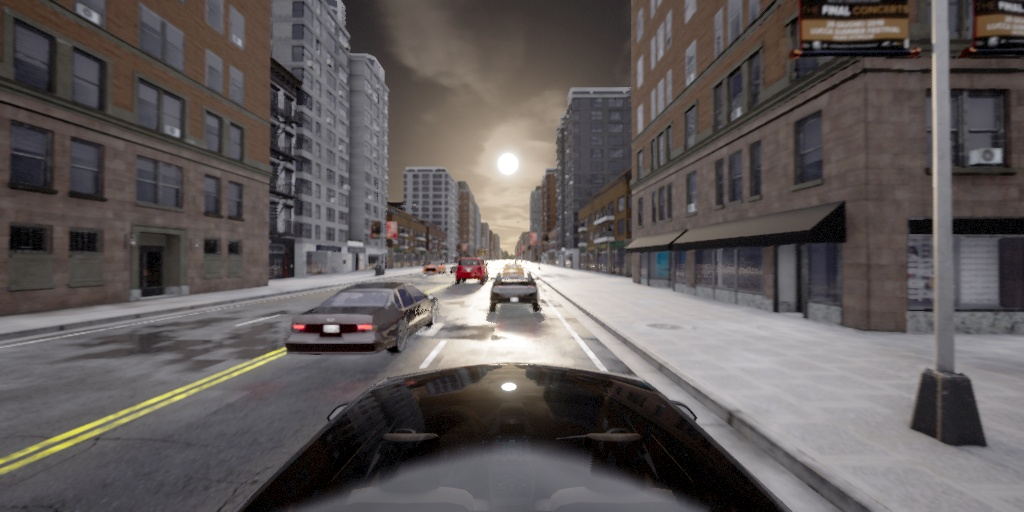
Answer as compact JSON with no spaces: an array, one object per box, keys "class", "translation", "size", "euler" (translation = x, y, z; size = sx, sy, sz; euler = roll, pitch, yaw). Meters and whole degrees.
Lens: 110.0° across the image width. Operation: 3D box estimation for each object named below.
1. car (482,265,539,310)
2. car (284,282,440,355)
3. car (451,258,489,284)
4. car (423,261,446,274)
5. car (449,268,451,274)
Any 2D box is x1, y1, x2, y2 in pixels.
[{"class":"car","translation":[0.095,1.326,15.028],"size":[2.128,1.511,4.902],"euler":[0,0,0]},{"class":"car","translation":[-3.180,1.342,8.850],"size":[2.033,1.411,5.357],"euler":[0,0,0]},{"class":"car","translation":[-3.153,1.145,28.819],"size":[2.150,2.045,5.566],"euler":[0,0,0]},{"class":"car","translation":[-9.818,1.381,45.489],"size":[2.097,1.767,4.553],"euler":[0,0,0]},{"class":"car","translation":[-6.572,1.577,45.277],"size":[2.033,1.411,5.357],"euler":[0,0,0]}]
